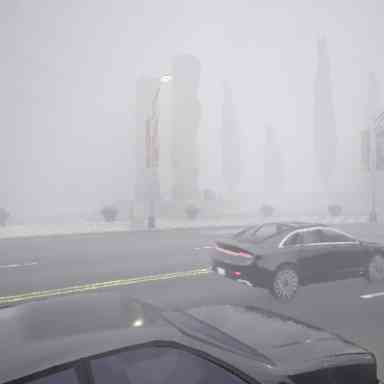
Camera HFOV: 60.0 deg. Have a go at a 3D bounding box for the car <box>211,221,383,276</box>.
[{"bbox_3d":[2.800,1.491,8.242,4.902,1.511,2.128,0,0,-26],"label":"car"}]

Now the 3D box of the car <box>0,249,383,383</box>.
[{"bbox_3d":[-0.792,1.547,2.339,5.357,1.411,2.033,0,0,-35],"label":"car"}]
